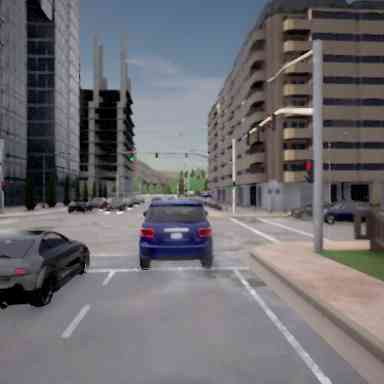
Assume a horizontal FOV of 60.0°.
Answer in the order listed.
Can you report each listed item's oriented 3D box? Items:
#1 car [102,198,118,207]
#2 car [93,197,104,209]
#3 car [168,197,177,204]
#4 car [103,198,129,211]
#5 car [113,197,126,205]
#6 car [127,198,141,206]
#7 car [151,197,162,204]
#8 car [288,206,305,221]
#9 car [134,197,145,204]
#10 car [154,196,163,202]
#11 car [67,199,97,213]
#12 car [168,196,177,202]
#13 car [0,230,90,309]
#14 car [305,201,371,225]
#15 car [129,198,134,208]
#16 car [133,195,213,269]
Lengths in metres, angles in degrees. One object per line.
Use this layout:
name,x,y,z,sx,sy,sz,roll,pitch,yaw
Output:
car,-13.913,1.747,56.784,1.812,1.442,4.674,0,0,-3
car,-13.385,1.542,47.435,2.097,1.767,4.553,0,0,-3
car,-4.320,1.791,73.183,1.994,1.385,4.181,0,0,-3
car,-9.584,1.668,42.557,1.837,1.490,4.892,0,0,-3
car,-14.442,1.815,66.573,1.994,1.385,4.181,0,0,-3
car,-10.662,1.790,61.595,1.994,1.385,4.181,0,0,-3
car,-7.807,1.776,72.857,2.128,1.511,4.902,0,0,-3
car,10.690,1.616,28.388,4.892,1.490,1.837,0,0,-4
car,-11.252,1.782,71.838,1.812,1.442,4.674,0,0,-3
car,-8.416,1.833,83.015,1.994,1.385,4.181,0,0,-3
car,-12.856,1.762,38.554,1.895,1.301,4.718,0,0,-3
car,-4.922,1.811,83.226,2.033,1.411,5.357,0,0,-3
car,-3.888,1.601,8.011,1.994,1.385,4.181,0,0,-3
car,11.282,1.451,24.920,4.553,1.767,2.097,0,0,-4
car,-10.115,1.719,51.567,1.812,1.442,4.674,0,0,-3
car,-0.554,1.269,11.543,2.150,2.045,5.566,0,0,-3
